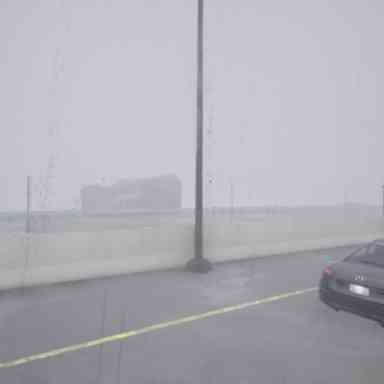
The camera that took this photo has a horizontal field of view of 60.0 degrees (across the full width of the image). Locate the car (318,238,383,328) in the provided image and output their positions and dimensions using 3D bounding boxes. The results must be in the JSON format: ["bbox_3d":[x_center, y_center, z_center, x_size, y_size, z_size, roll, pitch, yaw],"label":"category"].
[{"bbox_3d":[4.487,1.613,6.632,4.181,1.385,1.994,0,0,-32],"label":"car"}]
